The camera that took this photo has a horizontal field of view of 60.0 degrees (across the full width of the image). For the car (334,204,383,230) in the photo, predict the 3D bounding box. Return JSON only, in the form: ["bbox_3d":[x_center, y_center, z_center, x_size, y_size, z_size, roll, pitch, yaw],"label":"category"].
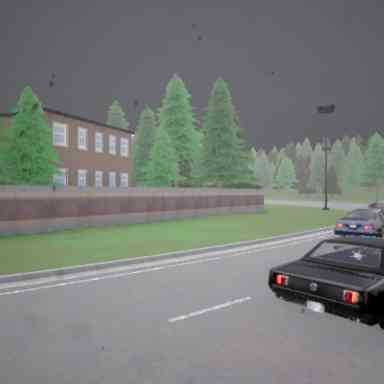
[{"bbox_3d":[8.729,1.546,16.319,2.033,1.411,5.357,0,0,43],"label":"car"}]

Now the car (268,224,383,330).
[{"bbox_3d":[3.740,1.600,6.886,4.718,1.301,1.895,0,0,-40],"label":"car"}]

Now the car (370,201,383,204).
[{"bbox_3d":[19.053,1.562,33.523,1.994,1.385,4.181,0,0,16],"label":"car"}]
